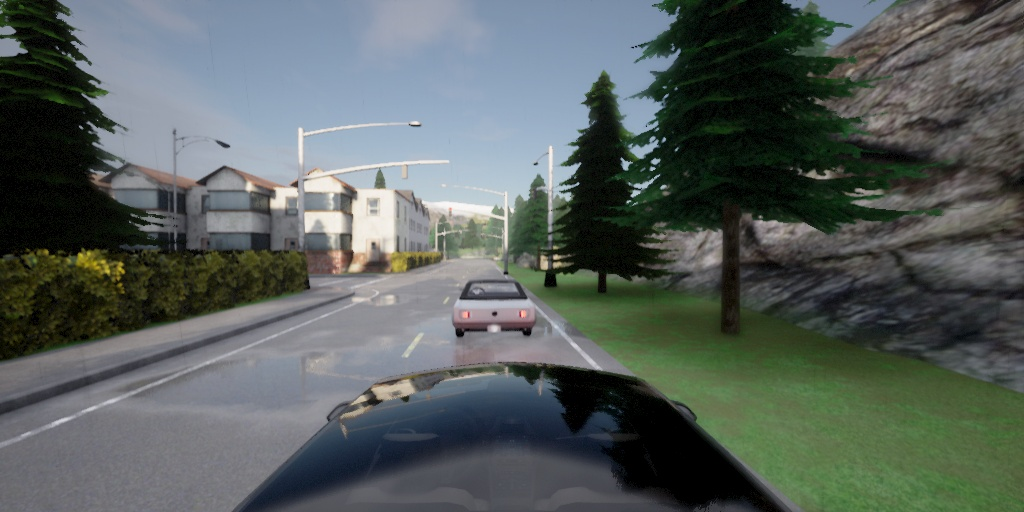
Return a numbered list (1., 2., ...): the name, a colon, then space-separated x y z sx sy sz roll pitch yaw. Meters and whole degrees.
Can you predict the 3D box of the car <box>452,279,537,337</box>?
1. car: -0.539 1.275 10.016 1.895 1.301 4.718 0 1 -4
